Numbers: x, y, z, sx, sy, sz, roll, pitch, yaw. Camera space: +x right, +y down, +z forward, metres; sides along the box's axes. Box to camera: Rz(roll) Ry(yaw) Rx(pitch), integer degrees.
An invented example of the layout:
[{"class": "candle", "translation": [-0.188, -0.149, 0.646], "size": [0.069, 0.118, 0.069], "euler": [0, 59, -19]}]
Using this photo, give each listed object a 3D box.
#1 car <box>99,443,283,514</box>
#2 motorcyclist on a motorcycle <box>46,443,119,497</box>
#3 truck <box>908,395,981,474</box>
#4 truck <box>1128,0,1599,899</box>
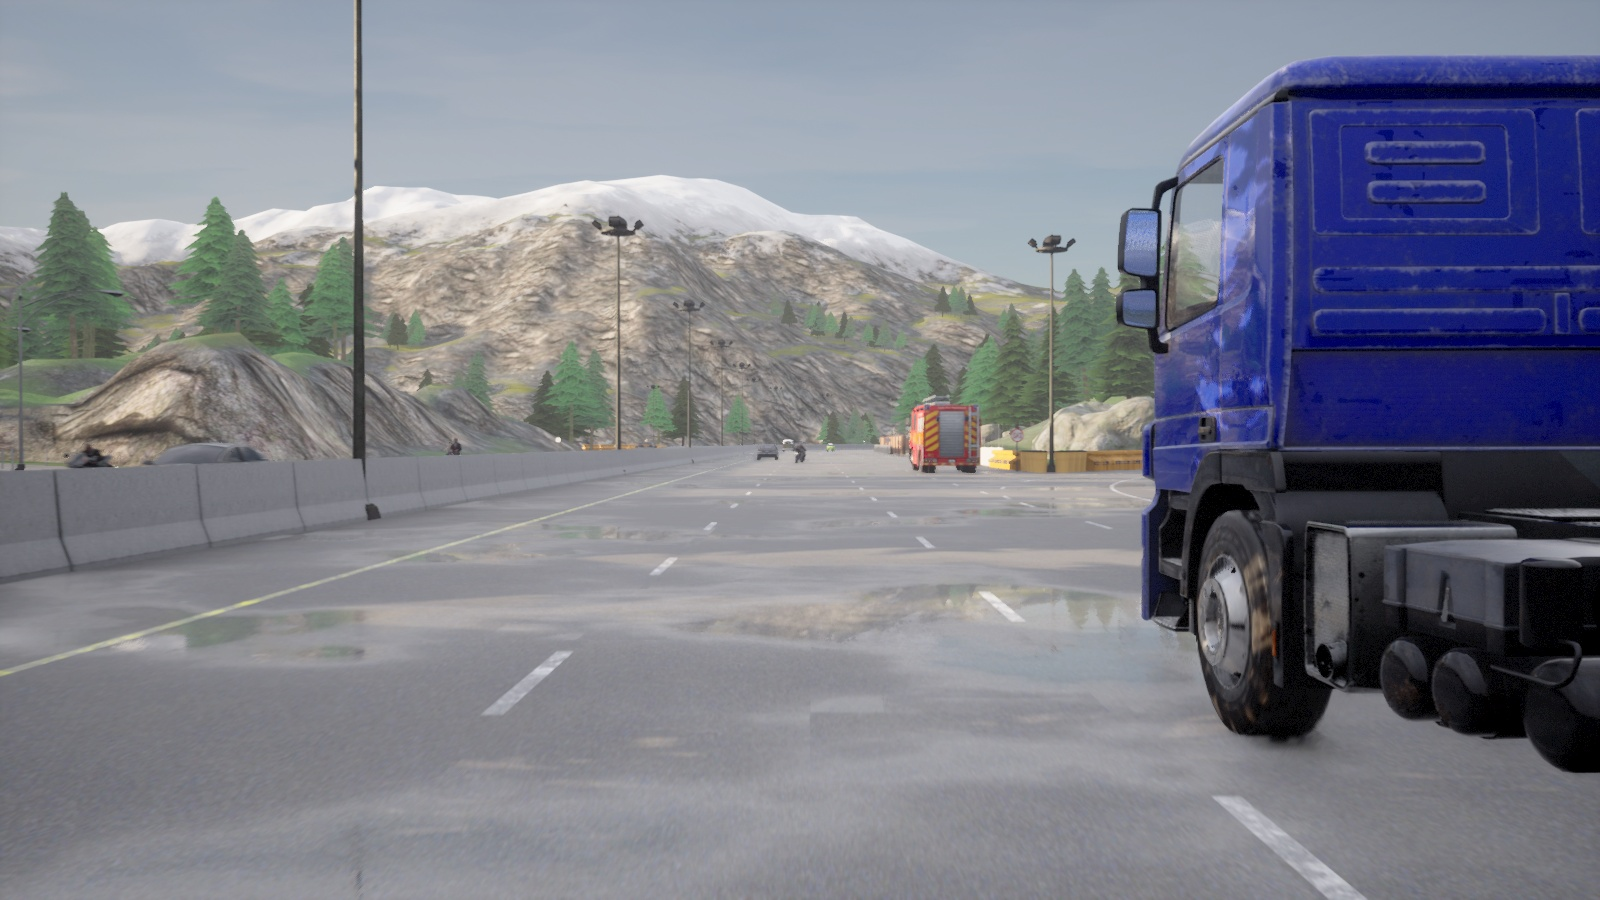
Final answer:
[{"class": "car", "translation": [-13.821, 0.577, 28.880], "size": [1.837, 1.490, 4.892], "euler": [0, 0, 0]}, {"class": "motorcyclist on a motorcycle", "translation": [-20.778, 0.559, 36.433], "size": [0.866, 1.530, 2.191], "euler": [0, 0, 0]}, {"class": "truck", "translation": [7.388, -0.781, 65.378], "size": [2.891, 3.827, 8.468], "euler": [0, 0, 0]}, {"class": "truck", "translation": [3.540, -0.256, 4.116], "size": [2.891, 3.462, 7.936], "euler": [0, 0, 0]}]
